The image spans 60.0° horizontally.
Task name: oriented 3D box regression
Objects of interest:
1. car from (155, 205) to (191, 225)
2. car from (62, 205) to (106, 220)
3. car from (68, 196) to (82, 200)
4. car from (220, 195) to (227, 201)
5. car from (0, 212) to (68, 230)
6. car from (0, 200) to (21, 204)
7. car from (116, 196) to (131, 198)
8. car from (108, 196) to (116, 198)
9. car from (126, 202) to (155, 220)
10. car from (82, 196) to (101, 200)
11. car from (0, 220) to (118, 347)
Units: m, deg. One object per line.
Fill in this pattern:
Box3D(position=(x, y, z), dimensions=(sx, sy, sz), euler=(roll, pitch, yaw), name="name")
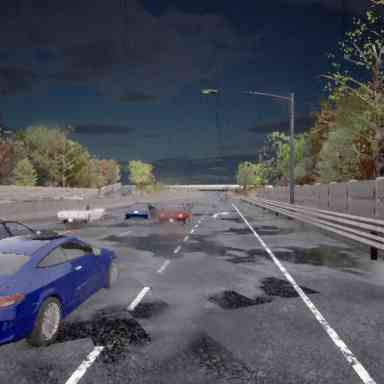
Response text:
Box3D(position=(-1.136, 1.602, 24.425), dimensions=(1.895, 1.301, 4.718), euler=(0, 0, 5), name="car")
Box3D(position=(-8.111, 1.602, 25.029), dimensions=(1.895, 1.301, 4.718), euler=(0, 0, 5), name="car")
Box3D(position=(-24.901, 1.577, 71.570), dimensions=(1.812, 1.442, 4.674), euler=(0, 0, 5), name="car")
Box3D(position=(8.212, 1.633, 87.131), dimensions=(2.128, 1.511, 4.902), euler=(0, 0, 5), name="car")
Box3D(position=(-6.022, 1.547, 9.912), dimensions=(2.033, 1.411, 5.357), euler=(0, 0, 5), name="car")
Box3D(position=(-18.150, 1.528, 32.533), dimensions=(1.812, 1.442, 4.674), euler=(0, 0, 5), name="car")
Box3D(position=(-14.252, 1.597, 72.654), dimensions=(2.033, 1.411, 5.357), euler=(0, 0, 5), name="car")
Box3D(position=(-17.619, 1.586, 74.229), dimensions=(2.128, 1.511, 4.902), euler=(0, 0, 5), name="car")
Box3D(position=(-4.261, 1.565, 28.554), dimensions=(1.994, 1.385, 4.181), euler=(0, 0, 5), name="car")
Box3D(position=(-21.339, 1.580, 72.069), dimensions=(2.128, 1.511, 4.902), euler=(0, 0, 5), name="car")
Box3D(position=(-2.855, 1.525, 6.258), dimensions=(1.812, 1.442, 4.674), euler=(0, 0, 5), name="car")
